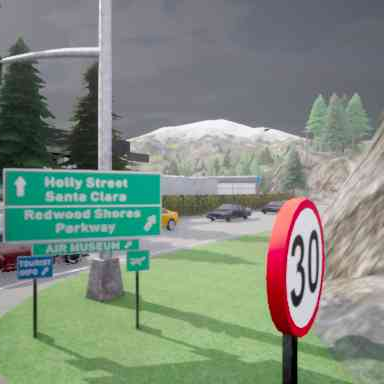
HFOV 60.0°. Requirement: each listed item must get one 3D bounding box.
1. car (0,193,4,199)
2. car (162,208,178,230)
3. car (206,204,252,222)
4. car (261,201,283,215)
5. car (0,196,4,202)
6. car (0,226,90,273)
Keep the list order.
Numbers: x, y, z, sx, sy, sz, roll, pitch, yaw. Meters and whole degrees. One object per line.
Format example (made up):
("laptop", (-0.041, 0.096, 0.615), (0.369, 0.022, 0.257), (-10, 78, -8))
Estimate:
("car", (-38.544, 1.472, 69.976), (4.514, 1.523, 2.007), (0, 0, 35))
("car", (-2.885, 1.666, 20.459), (1.882, 1.535, 5.008), (0, 0, 36))
("car", (3.385, 1.735, 29.078), (2.033, 1.411, 5.357), (0, 0, 36))
("car", (9.672, 1.735, 37.694), (2.033, 1.411, 5.357), (0, 0, 36))
("car", (-12.342, 1.498, 26.034), (1.905, 1.878, 3.866), (0, 0, 35))
("car", (-5.426, 1.743, 10.667), (1.994, 1.385, 4.181), (0, -1, 36))
